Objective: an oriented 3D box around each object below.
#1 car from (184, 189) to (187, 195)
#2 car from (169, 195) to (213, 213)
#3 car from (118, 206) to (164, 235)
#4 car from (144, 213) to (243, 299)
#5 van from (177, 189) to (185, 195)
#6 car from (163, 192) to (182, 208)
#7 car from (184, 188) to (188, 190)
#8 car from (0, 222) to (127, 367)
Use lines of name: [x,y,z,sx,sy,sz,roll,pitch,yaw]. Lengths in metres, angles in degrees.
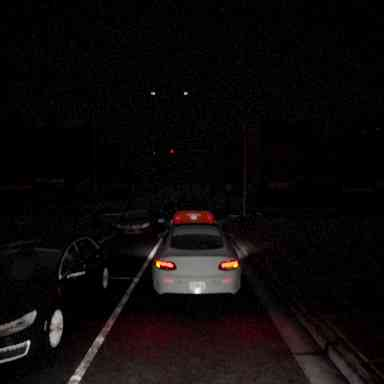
car: [-2.731,0.798,71.223,2.192,1.841,5.009,-1,1,0]
car: [0.083,1.223,18.108,2.097,1.767,4.553,0,0,0]
car: [-2.674,1.461,16.750,1.802,1.307,4.206,-2,0,0]
car: [0.092,1.464,8.147,1.812,1.442,4.674,0,0,0]
van: [-2.725,0.889,65.680,1.690,1.788,3.998,-1,1,0]
car: [-2.706,1.171,43.525,1.967,1.590,4.097,-2,0,0]
car: [-2.745,0.463,93.391,2.192,1.841,5.009,-1,1,0]
car: [-2.664,1.505,5.855,2.008,1.369,4.403,-2,0,0]
